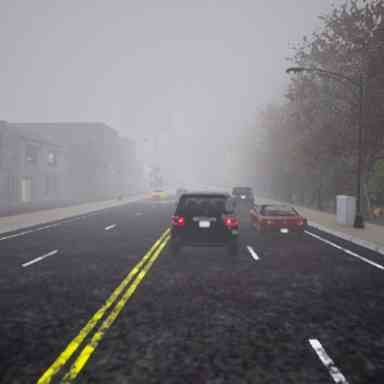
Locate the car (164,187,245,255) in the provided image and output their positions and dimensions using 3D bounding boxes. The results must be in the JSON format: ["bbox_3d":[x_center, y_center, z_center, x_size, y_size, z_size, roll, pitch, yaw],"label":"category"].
[{"bbox_3d":[0.492,0.937,12.218,2.150,2.045,5.566,0,2,3],"label":"car"}]

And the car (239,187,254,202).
[{"bbox_3d":[4.570,0.502,31.580,2.150,2.045,5.566,0,1,2],"label":"car"}]

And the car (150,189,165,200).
[{"bbox_3d":[-4.716,0.343,47.325,1.882,1.535,5.008,0,1,2],"label":"car"}]

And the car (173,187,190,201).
[{"bbox_3d":[-1.455,0.229,47.477,2.097,1.767,4.553,0,2,2],"label":"car"}]

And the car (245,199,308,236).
[{"bbox_3d":[3.916,1.245,15.904,1.895,1.301,4.718,0,1,3],"label":"car"}]

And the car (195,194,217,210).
[{"bbox_3d":[1.288,0.878,31.034,1.895,1.301,4.718,0,1,3],"label":"car"}]
